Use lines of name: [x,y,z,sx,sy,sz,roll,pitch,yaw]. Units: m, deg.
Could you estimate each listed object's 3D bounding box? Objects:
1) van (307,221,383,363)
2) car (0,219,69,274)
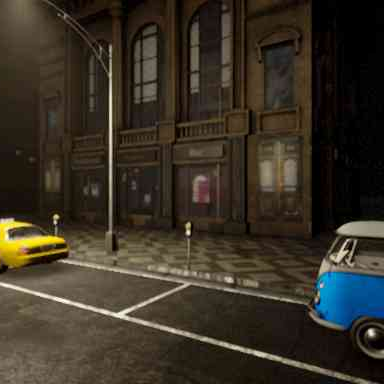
van: [3.728,1.343,4.354,3.998,1.788,1.690,0,0,32]
car: [-5.938,1.522,10.412,4.829,1.417,1.752,0,0,32]
